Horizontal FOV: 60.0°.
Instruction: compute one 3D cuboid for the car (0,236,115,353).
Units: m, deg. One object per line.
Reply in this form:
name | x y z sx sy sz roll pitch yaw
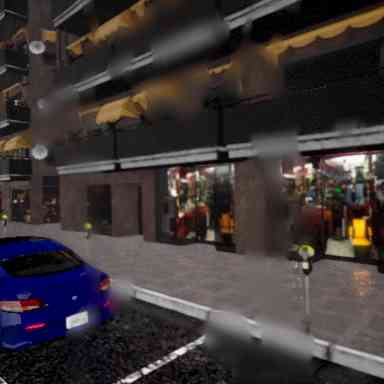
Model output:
car | -3.211 1.532 5.900 4.674 1.442 1.812 -1 1 42
